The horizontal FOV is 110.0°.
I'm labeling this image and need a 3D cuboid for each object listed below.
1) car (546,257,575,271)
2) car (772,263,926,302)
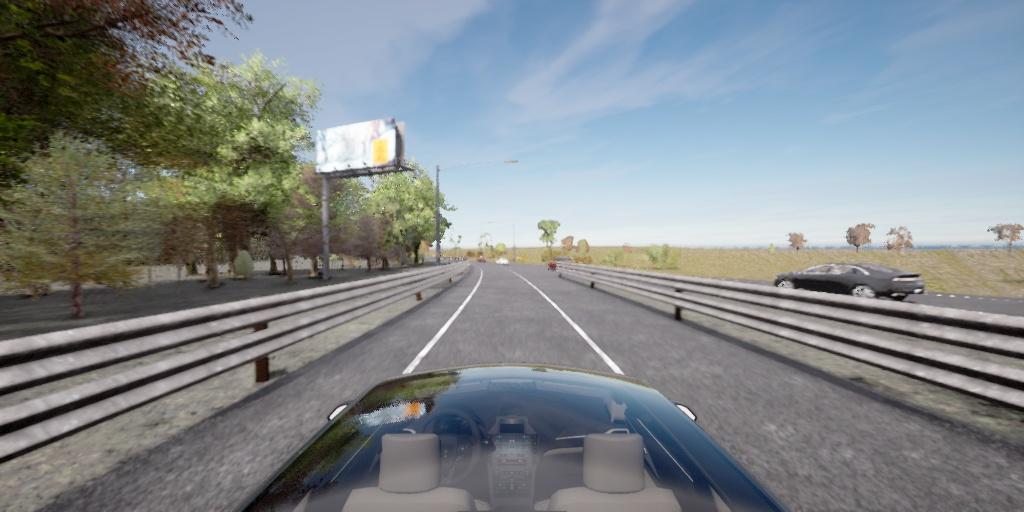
[{"bbox_3d":[5.739,0.896,42.765,2.097,1.767,4.553,-1,0,-15],"label":"car"},{"bbox_3d":[13.452,1.017,14.804,2.128,1.511,4.902,-1,0,-15],"label":"car"}]
